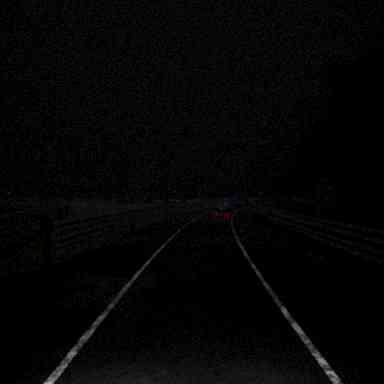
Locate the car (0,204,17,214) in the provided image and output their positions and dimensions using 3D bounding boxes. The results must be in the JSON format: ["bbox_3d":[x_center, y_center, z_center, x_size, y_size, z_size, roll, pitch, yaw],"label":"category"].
[{"bbox_3d":[-28.997,2.599,52.489,1.837,1.490,4.892,0,-1,-20],"label":"car"}]

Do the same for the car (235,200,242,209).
[{"bbox_3d":[7.093,2.037,55.968,1.882,1.535,5.008,0,0,20],"label":"car"}]

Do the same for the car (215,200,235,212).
[{"bbox_3d":[4.436,2.001,46.145,1.812,1.442,4.674,0,-1,14],"label":"car"}]
